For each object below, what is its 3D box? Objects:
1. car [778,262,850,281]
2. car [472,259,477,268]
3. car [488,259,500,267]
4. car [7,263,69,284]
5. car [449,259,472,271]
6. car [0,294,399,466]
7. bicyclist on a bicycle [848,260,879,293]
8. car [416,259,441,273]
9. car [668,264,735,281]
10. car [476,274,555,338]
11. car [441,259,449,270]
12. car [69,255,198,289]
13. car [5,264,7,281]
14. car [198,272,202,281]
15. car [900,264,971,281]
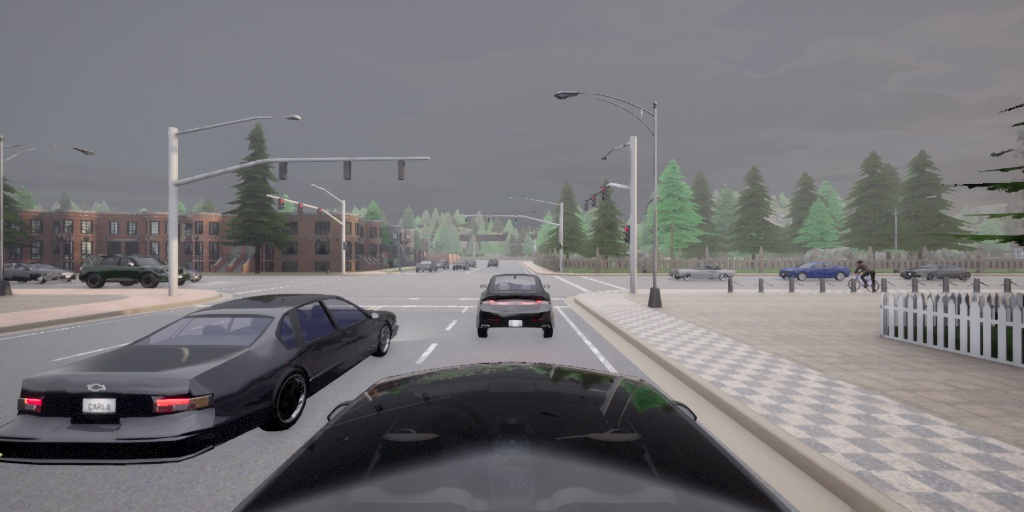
[{"bbox_3d":[24.873,1.228,29.622,5.008,1.535,1.882,0,0,0],"label":"car"},{"bbox_3d":[-7.019,1.255,59.903,1.837,1.490,4.892,0,0,0],"label":"car"},{"bbox_3d":[-3.359,1.255,65.363,1.837,1.490,4.892,0,0,0],"label":"car"},{"bbox_3d":[-34.792,1.242,25.910,4.902,1.511,2.128,0,0,-6],"label":"car"},{"bbox_3d":[-7.062,1.255,49.919,1.837,1.490,4.892,0,0,0],"label":"car"},{"bbox_3d":[-3.434,1.297,5.511,2.033,1.411,5.357,0,0,1],"label":"car"},{"bbox_3d":[18.260,1.052,18.652,0.582,1.620,1.656,0,0,0],"label":"bicyclist on a bicycle"},{"bbox_3d":[-10.555,1.276,44.502,1.812,1.442,4.674,0,0,0],"label":"car"},{"bbox_3d":[15.581,1.351,29.640,4.718,1.301,1.895,0,0,0],"label":"car"},{"bbox_3d":[0.087,1.242,10.176,2.128,1.511,4.902,0,0,0],"label":"car"},{"bbox_3d":[-10.553,1.241,53.610,2.128,1.511,4.902,0,0,0],"label":"car"},{"bbox_3d":[-23.948,0.971,22.861,5.566,2.045,2.150,0,0,-1],"label":"car"},{"bbox_3d":[-35.766,1.228,22.335,5.008,1.535,1.882,0,0,-8],"label":"car"},{"bbox_3d":[-25.536,1.276,26.300,4.674,1.442,1.812,0,0,-1],"label":"car"},{"bbox_3d":[34.847,1.314,29.594,4.181,1.385,1.994,0,0,1],"label":"car"}]
